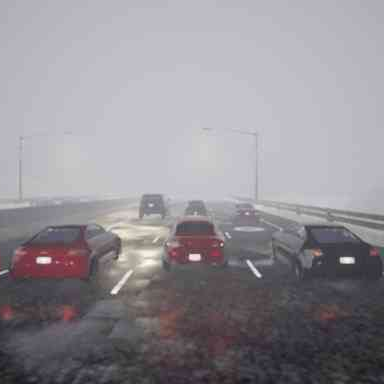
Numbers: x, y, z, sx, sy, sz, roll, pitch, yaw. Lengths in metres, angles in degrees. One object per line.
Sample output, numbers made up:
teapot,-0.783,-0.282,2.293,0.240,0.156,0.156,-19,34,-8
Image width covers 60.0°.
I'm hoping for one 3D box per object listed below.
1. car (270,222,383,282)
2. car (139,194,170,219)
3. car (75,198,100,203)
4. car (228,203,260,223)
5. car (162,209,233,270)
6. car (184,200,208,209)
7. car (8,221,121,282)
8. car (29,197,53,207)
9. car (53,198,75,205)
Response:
car,3.605,1.540,9.675,1.994,1.385,4.181,0,0,1
car,-3.162,1.159,28.719,2.150,2.045,5.566,0,0,1
car,-13.492,1.463,44.981,2.033,1.411,5.357,0,0,2
car,3.757,1.495,24.684,2.033,1.411,5.357,0,0,1
car,0.118,1.498,10.870,1.812,1.442,4.674,0,0,1
car,0.357,1.443,29.596,1.837,1.490,4.892,0,0,1
car,-3.397,1.539,9.682,1.994,1.385,4.181,0,0,1
car,-20.464,1.404,45.669,2.128,1.511,4.902,0,0,2
car,-16.952,1.478,46.023,1.994,1.385,4.181,0,0,2
